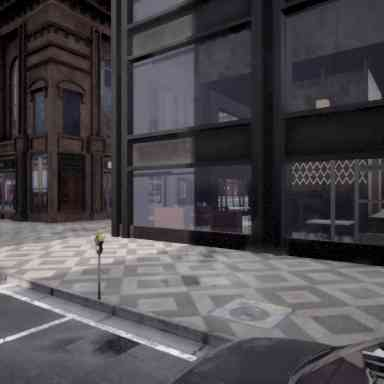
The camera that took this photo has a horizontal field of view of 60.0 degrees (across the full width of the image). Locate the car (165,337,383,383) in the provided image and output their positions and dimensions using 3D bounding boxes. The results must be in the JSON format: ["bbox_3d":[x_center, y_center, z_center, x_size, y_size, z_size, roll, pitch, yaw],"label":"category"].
[{"bbox_3d":[1.702,1.550,1.750,4.403,1.369,2.008,0,0,36],"label":"car"}]
